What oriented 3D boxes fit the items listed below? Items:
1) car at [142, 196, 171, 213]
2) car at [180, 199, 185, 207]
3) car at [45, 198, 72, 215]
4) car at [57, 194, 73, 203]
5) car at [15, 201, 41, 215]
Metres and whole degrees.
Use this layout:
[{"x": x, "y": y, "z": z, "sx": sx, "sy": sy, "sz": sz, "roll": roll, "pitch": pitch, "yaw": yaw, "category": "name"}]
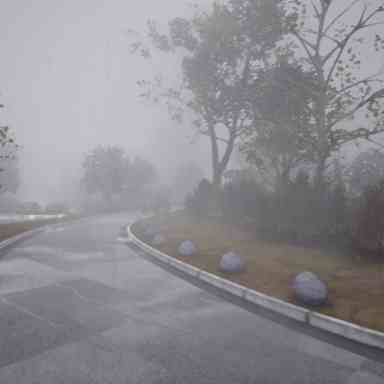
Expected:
[{"x": -4.567, "y": 1.542, "z": 43.240, "sx": 2.150, "sy": 2.045, "sz": 5.566, "roll": 0, "pitch": 0, "yaw": 18, "category": "car"}, {"x": -0.370, "y": 1.686, "z": 55.382, "sx": 2.128, "sy": 1.511, "sz": 4.902, "roll": 0, "pitch": 1, "yaw": 21, "category": "car"}, {"x": -15.799, "y": 1.828, "z": 38.950, "sx": 1.837, "sy": 1.490, "sz": 4.892, "roll": 1, "pitch": -1, "yaw": -10, "category": "car"}, {"x": -20.839, "y": 1.235, "z": 54.176, "sx": 2.150, "sy": 2.045, "sz": 5.566, "roll": 0, "pitch": 0, "yaw": -28, "category": "car"}, {"x": -19.002, "y": 1.825, "z": 38.661, "sx": 1.837, "sy": 1.490, "sz": 4.892, "roll": 1, "pitch": 0, "yaw": -11, "category": "car"}]
